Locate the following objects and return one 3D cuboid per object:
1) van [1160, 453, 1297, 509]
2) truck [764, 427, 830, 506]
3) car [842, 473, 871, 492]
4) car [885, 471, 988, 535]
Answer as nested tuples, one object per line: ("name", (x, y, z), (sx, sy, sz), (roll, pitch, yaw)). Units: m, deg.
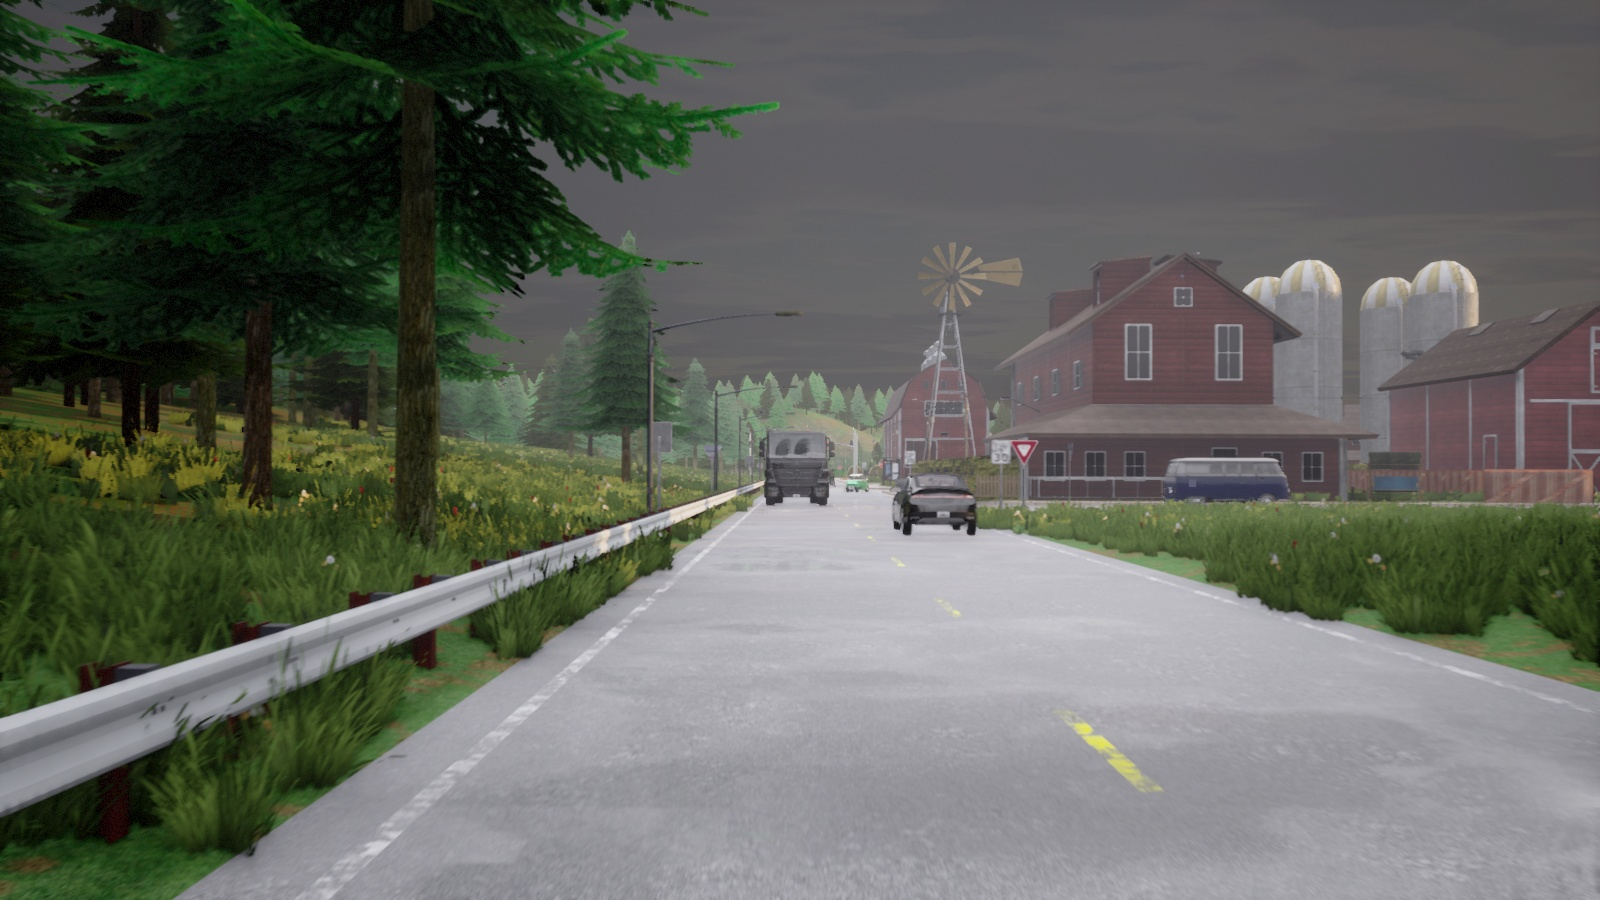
("van", (15.794, 1.141, 46.426), (4.442, 1.987, 1.775), (0, -1, 0))
("truck", (-0.147, 0.826, 59.196), (2.891, 3.462, 7.936), (0, -1, 0))
("car", (4.231, 2.429, 94.201), (1.481, 1.376, 2.207), (-1, -1, 22))
("car", (3.421, 1.300, 32.417), (2.128, 1.511, 4.902), (0, -1, 0))
